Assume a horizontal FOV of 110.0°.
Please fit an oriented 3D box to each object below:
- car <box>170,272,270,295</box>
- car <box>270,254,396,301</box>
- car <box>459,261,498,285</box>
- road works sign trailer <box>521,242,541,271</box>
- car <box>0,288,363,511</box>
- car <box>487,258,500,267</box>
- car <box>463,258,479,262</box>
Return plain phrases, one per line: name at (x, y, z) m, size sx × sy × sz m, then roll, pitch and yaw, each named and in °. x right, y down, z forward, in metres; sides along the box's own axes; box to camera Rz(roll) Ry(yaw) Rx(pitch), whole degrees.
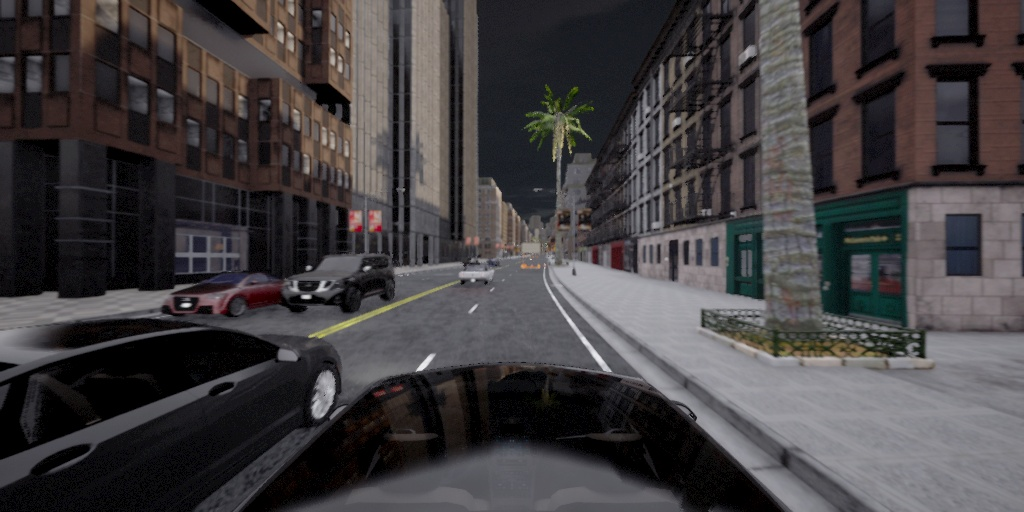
car at (-9.637, 1.265, 12.657) m, size 1.994 × 1.385 × 4.181 m, roll 0°, pitch 0°, yaw 2°
car at (-6.356, 0.921, 13.993) m, size 2.150 × 2.045 × 5.566 m, roll 0°, pitch 0°, yaw 2°
car at (-2.371, 1.261, 25.198) m, size 1.895 × 1.301 × 4.718 m, roll 0°, pitch 0°, yaw 4°
road works sign trailer at (2.324, 0.042, 44.081) m, size 2.380 × 3.560 × 2.880 m, roll 0°, pitch 0°, yaw 5°
car at (-3.115, 1.247, 2.738) m, size 1.837 × 1.490 × 4.892 m, roll 0°, pitch 0°, yaw 0°
car at (-3.031, 1.063, 57.038) m, size 2.033 × 1.411 × 5.357 m, roll 0°, pitch 0°, yaw 6°
car at (-6.400, 0.996, 56.033) m, size 1.882 × 1.535 × 5.008 m, roll 0°, pitch 0°, yaw 6°
